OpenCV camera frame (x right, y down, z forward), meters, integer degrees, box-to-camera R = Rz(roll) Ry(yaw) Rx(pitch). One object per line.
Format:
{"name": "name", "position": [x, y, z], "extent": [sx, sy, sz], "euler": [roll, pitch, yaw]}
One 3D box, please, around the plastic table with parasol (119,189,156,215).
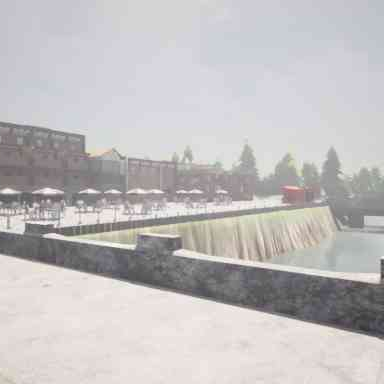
{"name": "plastic table with parasol", "position": [-5.297, 0.925, 32.509], "extent": [2.482, 2.480, 2.482], "euler": [0, 0, 35]}
